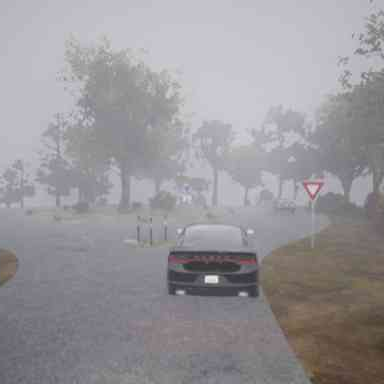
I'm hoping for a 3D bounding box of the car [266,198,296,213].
[{"bbox_3d":[8.528,1.283,32.330,2.033,1.411,5.357,0,0,2],"label":"car"}]

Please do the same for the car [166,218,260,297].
[{"bbox_3d":[0.576,1.407,8.481,1.882,1.535,5.008,0,0,5],"label":"car"}]
